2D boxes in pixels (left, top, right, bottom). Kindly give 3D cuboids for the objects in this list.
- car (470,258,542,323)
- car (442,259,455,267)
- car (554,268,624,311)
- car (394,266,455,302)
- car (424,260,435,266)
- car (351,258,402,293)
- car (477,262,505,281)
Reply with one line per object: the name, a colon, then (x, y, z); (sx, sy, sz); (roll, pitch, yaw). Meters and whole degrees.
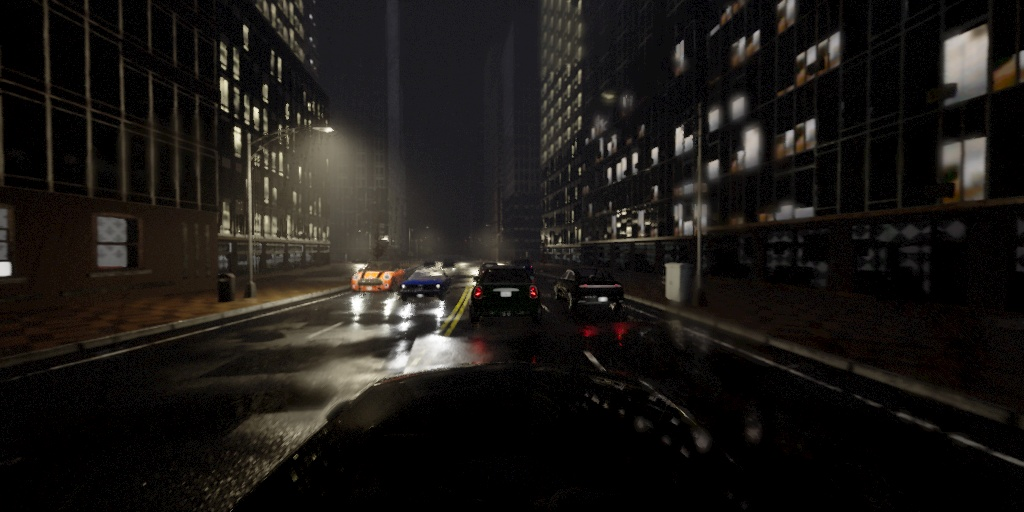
car: (-0.268, 1.093, 12.275); (2.097, 1.767, 4.553); (0, 0, -3)
car: (-10.198, 1.168, 57.948); (1.882, 1.535, 5.008); (0, 0, -10)
car: (2.883, 1.221, 14.332); (2.128, 1.511, 4.902); (0, 0, -3)
car: (-4.004, 1.346, 17.241); (1.895, 1.301, 4.718); (0, 0, -4)
car: (-14.254, 1.299, 61.983); (1.895, 1.301, 4.718); (0, 0, -10)
car: (-7.579, 1.103, 20.769); (2.097, 1.767, 4.553); (0, 0, -5)
car: (-1.903, 1.262, 30.586); (2.033, 1.411, 5.357); (0, 0, -8)
